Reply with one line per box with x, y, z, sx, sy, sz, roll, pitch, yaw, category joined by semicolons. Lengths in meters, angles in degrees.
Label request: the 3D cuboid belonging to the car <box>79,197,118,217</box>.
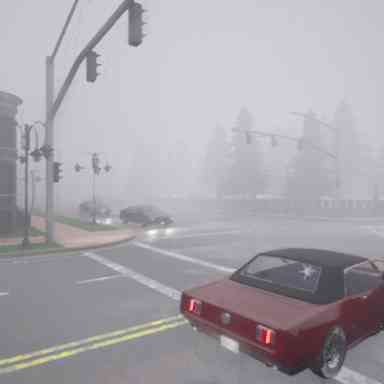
-9.256;1.523;31.565;2.128;1.511;4.902;0;0;-35;car

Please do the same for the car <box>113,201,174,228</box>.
-3.347;1.580;23.082;2.033;1.411;5.357;0;0;-35;car

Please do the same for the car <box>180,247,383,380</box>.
2.189;1.617;5.561;4.718;1.301;1.895;0;0;-39;car

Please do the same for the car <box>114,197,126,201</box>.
-12.358;1.590;54.671;1.812;1.442;4.674;0;0;-35;car
